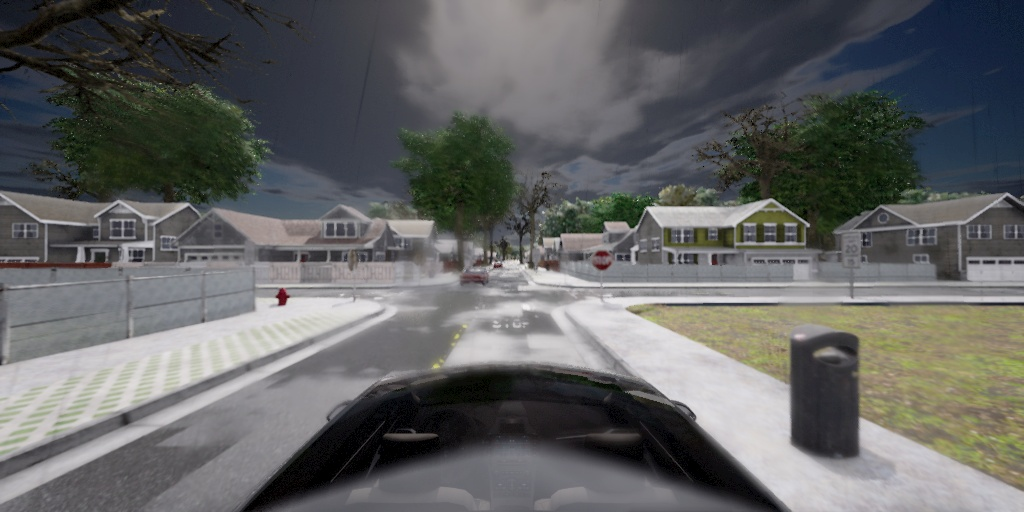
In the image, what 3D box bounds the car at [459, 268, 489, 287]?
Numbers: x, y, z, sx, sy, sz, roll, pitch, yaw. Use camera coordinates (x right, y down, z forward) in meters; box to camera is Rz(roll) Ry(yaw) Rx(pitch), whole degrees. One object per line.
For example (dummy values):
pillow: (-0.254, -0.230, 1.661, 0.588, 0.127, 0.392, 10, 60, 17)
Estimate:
car: (-2.748, 1.540, 26.798, 1.895, 1.301, 4.718, 0, 0, 0)
